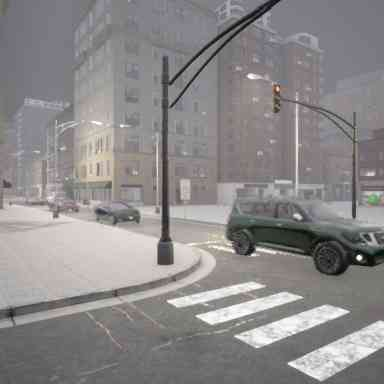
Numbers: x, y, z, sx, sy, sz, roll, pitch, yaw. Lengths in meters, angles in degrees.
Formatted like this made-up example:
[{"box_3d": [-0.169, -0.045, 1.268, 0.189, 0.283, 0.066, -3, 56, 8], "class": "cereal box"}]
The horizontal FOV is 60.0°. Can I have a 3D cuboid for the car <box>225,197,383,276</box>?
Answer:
[{"box_3d": [3.451, 1.197, 10.868, 2.150, 2.045, 5.566, 0, 0, -35], "class": "car"}]

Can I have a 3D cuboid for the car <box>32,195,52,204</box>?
[{"box_3d": [-25.510, 1.269, 56.495, 2.033, 1.411, 5.357, 0, 0, -35], "class": "car"}]

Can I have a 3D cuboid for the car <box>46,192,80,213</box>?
[{"box_3d": [-13.117, 1.188, 34.087, 2.097, 1.767, 4.553, 0, 0, -35], "class": "car"}]

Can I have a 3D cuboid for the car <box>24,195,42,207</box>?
[{"box_3d": [-22.389, 1.427, 47.228, 1.895, 1.301, 4.718, 0, 0, -36], "class": "car"}]

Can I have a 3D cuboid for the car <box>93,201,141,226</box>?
[{"box_3d": [-5.325, 1.374, 23.161, 1.882, 1.535, 5.008, 0, 0, -35], "class": "car"}]

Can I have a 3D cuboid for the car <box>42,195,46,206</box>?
[{"box_3d": [-19.532, 0.988, 48.135, 2.150, 2.045, 5.566, 0, 0, -36], "class": "car"}]
